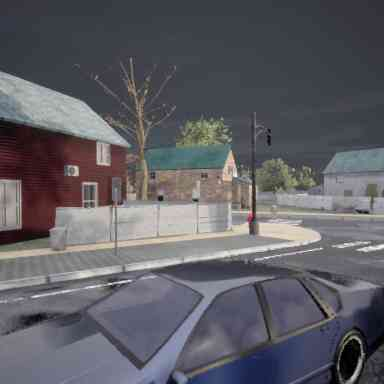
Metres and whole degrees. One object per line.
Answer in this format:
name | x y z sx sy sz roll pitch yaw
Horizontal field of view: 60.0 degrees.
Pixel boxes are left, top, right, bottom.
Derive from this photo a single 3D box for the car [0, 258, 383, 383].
car | 0.195 1.548 3.700 5.357 1.411 2.033 0 0 -35
